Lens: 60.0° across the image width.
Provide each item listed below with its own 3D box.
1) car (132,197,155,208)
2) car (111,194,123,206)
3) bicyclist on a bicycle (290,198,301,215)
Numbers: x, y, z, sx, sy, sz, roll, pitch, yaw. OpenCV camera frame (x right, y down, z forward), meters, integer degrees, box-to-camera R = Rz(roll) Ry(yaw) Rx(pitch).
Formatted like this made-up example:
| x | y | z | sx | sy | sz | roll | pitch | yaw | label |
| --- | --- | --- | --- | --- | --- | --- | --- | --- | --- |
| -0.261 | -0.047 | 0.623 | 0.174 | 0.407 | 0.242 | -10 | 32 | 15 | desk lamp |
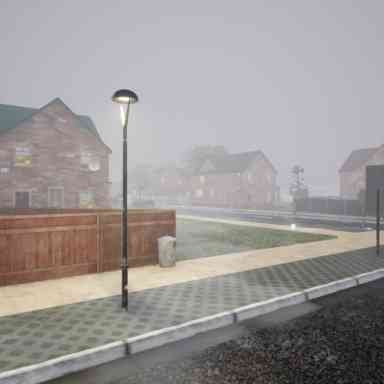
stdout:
| x | y | z | sx | sy | sz | roll | pitch | yaw | label |
| --- | --- | --- | --- | --- | --- | --- | --- | --- | --- |
| -7.340 | 1.527 | 49.859 | 2.128 | 1.511 | 4.902 | 1 | -1 | -36 | car |
| -13.231 | 1.291 | 57.945 | 2.150 | 2.045 | 5.566 | 1 | -1 | -36 | car |
| 9.712 | 1.351 | 31.255 | 1.656 | 1.620 | 0.582 | 0 | 0 | -36 | bicyclist on a bicycle |
